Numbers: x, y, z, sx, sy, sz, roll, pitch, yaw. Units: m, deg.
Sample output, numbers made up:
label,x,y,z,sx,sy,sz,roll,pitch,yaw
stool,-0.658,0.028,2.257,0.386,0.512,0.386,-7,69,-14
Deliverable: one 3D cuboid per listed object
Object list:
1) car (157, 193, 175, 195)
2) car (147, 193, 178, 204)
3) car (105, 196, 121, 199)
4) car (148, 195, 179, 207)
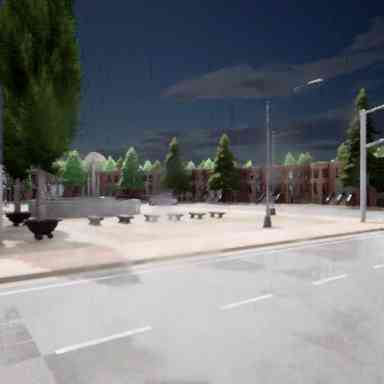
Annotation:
label,x,y,z,sx,sy,sz,roll,pitch,yaw
car,-4.340,1.352,54.077,4.553,1.767,2.097,0,0,27
car,-5.544,1.220,62.563,5.566,2.045,2.150,0,0,23
car,-16.677,1.550,65.814,5.357,1.411,2.033,0,0,7
car,-4.275,1.526,50.080,4.674,1.442,1.812,0,0,30
